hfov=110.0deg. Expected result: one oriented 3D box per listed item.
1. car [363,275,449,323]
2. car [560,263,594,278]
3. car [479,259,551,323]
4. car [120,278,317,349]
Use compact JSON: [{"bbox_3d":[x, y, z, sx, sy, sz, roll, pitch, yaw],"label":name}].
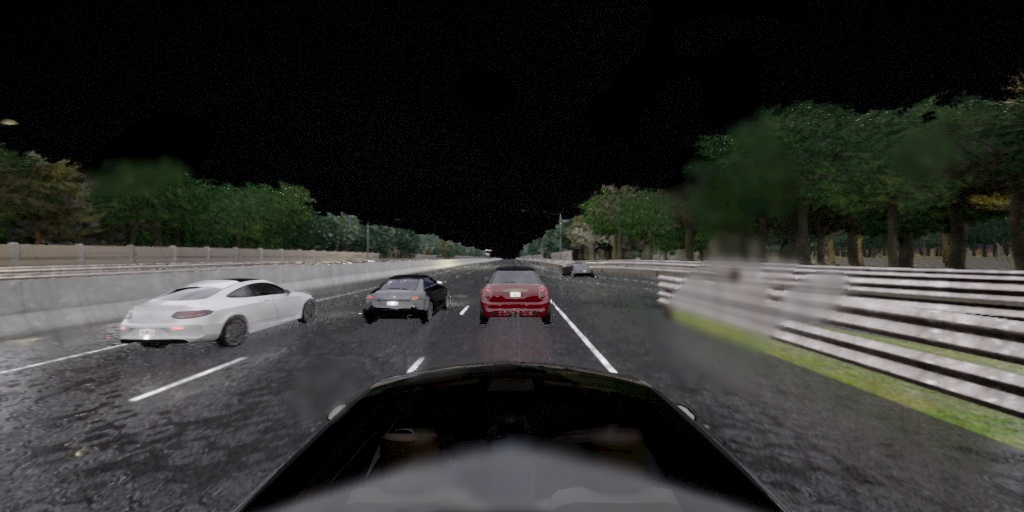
[{"bbox_3d":[-3.406,1.323,12.228,1.994,1.385,4.181,0,0,0],"label":"car"},{"bbox_3d":[6.061,1.325,33.974,1.994,1.385,4.181,-2,0,-12],"label":"car"},{"bbox_3d":[0.095,1.111,12.244,2.097,1.767,4.553,0,0,0],"label":"car"},{"bbox_3d":[-6.904,1.281,9.088,1.812,1.442,4.674,0,0,0],"label":"car"}]
